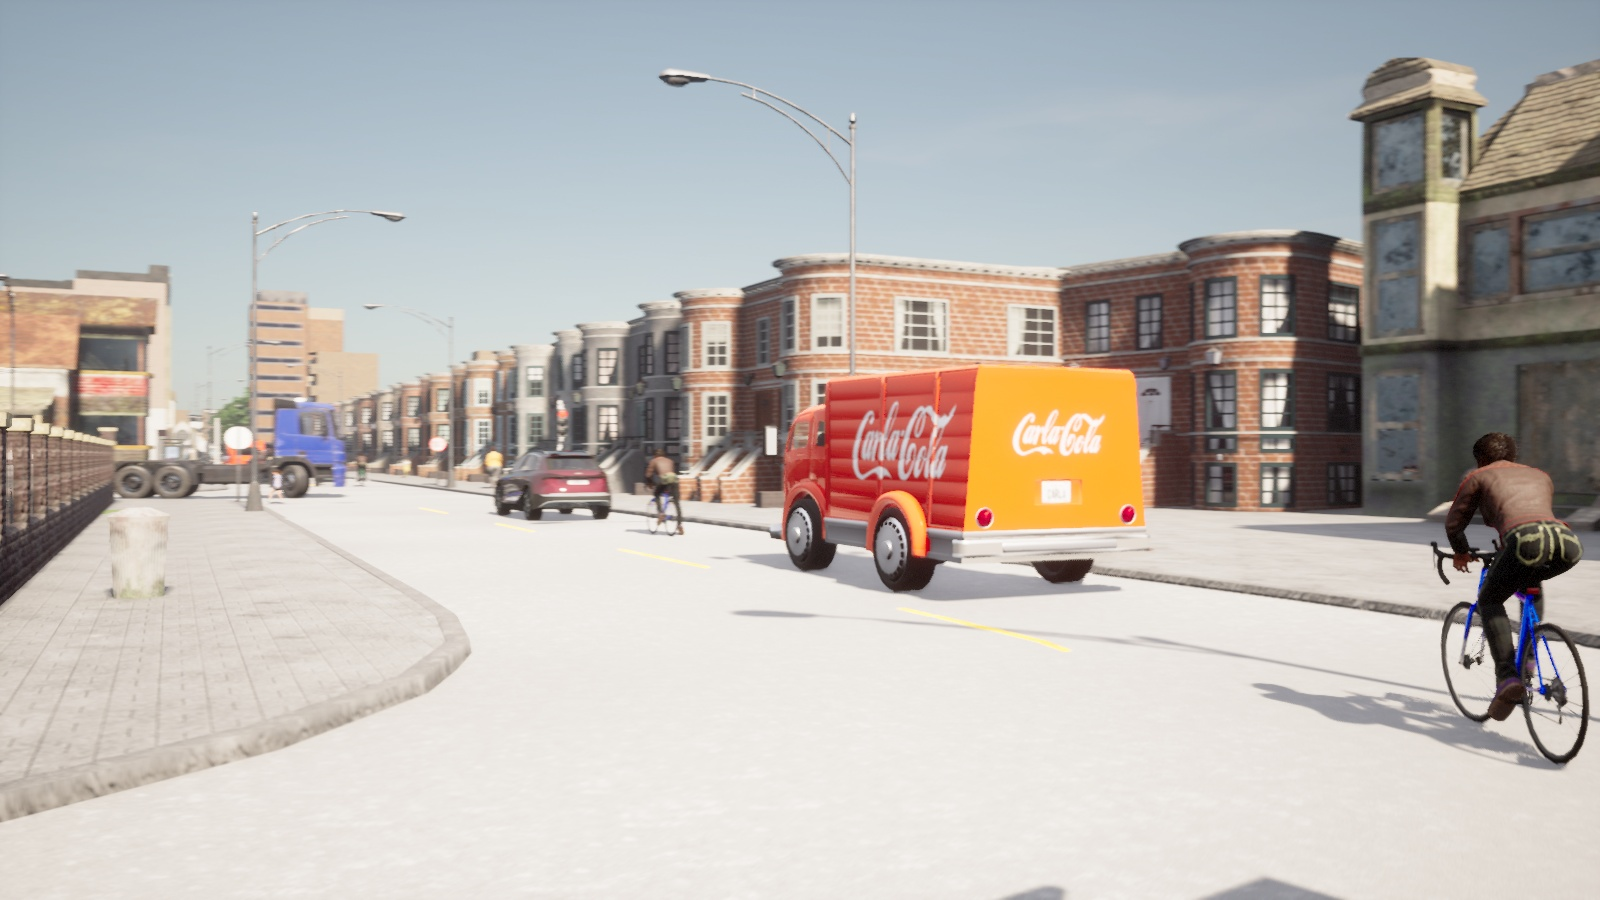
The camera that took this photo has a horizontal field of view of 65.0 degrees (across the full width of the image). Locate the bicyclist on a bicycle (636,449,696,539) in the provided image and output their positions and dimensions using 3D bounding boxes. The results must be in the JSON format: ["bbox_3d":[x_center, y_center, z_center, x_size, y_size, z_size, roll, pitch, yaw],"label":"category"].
[{"bbox_3d":[-2.522,0.809,23.528,0.582,1.620,1.656,0,-1,-26],"label":"bicyclist on a bicycle"}]

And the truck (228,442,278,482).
[{"bbox_3d":[-34.804,0.742,79.799,2.627,2.467,5.204,0,0,-26],"label":"truck"}]

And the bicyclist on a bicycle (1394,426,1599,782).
[{"bbox_3d":[3.707,0.713,6.551,0.582,1.620,1.656,-1,-1,7],"label":"bicyclist on a bicycle"}]

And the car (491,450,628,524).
[{"bbox_3d":[-5.906,0.829,30.364,2.033,1.649,4.856,0,0,-26],"label":"car"}]

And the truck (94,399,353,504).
[{"bbox_3d":[-19.920,0.032,43.967,7.936,3.462,2.891,0,0,-18],"label":"truck"}]

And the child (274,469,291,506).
[{"bbox_3d":[-15.875,1.154,38.529,0.394,1.110,0.255,0,0,7],"label":"child"}]

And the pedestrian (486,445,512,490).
[{"bbox_3d":[-12.619,0.732,52.601,0.874,1.855,0.900,0,0,-25],"label":"pedestrian"}]

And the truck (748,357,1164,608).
[{"bbox_3d":[1.597,0.321,15.255,2.627,2.467,5.204,0,0,-25],"label":"truck"}]
